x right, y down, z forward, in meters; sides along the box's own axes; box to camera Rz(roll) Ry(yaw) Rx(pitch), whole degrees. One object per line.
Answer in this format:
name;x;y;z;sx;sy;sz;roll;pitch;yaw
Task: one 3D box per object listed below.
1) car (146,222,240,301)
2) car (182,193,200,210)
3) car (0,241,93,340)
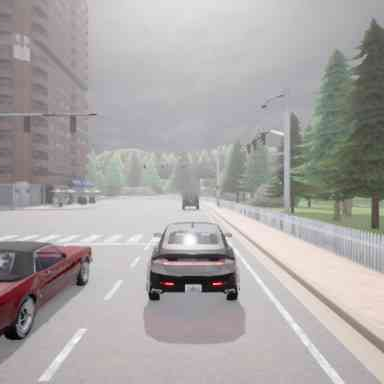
car;0.023;1.489;8.310;2.128;1.511;4.902;0;0;0
car;-0.181;1.208;43.762;2.150;2.045;5.566;0;0;-1
car;-3.450;1.599;6.461;1.895;1.301;4.718;0;0;0
